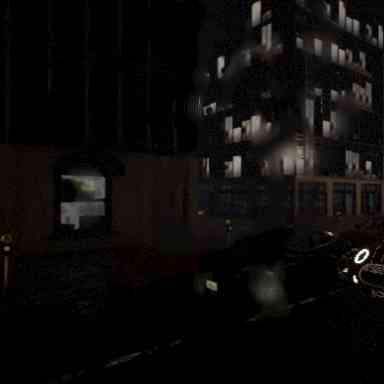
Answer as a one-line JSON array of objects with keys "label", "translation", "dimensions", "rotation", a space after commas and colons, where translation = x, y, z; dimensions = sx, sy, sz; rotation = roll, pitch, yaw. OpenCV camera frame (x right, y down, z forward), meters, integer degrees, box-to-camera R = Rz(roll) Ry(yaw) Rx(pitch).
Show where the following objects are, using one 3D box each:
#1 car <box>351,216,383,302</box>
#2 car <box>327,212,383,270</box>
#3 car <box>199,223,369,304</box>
[{"label": "car", "translation": [5.474, 1.312, 7.286], "dimensions": [4.553, 1.767, 2.097], "rotation": [0, 0, -36]}, {"label": "car", "translation": [6.802, 1.488, 11.405], "dimensions": [4.507, 1.381, 1.887], "rotation": [0, 1, -36]}, {"label": "car", "translation": [2.183, 1.537, 8.109], "dimensions": [4.313, 1.339, 1.947], "rotation": [0, 1, -36]}]
